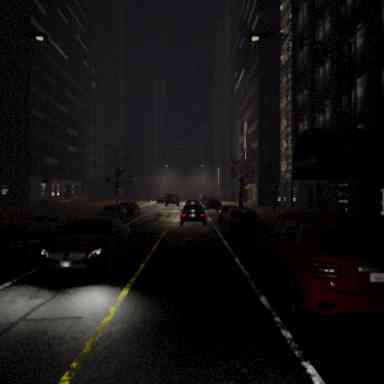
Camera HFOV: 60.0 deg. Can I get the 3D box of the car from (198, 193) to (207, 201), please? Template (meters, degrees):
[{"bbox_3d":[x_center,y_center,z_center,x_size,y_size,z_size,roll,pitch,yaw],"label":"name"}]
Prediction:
[{"bbox_3d":[2.629,1.290,86.159,2.192,1.841,5.009,1,0,0],"label":"car"}]

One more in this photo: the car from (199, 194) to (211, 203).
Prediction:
[{"bbox_3d":[2.642,1.300,69.235,2.192,1.841,5.009,1,0,0],"label":"car"}]

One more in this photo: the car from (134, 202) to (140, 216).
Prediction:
[{"bbox_3d":[-5.707,1.543,29.700,1.887,1.381,4.507,1,0,0],"label":"car"}]

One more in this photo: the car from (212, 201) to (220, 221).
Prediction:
[{"bbox_3d":[2.677,1.581,24.103,1.802,1.307,4.206,0,0,0],"label":"car"}]

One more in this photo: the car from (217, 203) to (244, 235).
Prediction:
[{"bbox_3d":[2.682,1.545,18.461,1.887,1.381,4.507,0,0,0],"label":"car"}]

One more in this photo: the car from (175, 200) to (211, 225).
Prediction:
[{"bbox_3d":[0.078,1.547,23.955,2.033,1.411,5.357,0,0,0],"label":"car"}]

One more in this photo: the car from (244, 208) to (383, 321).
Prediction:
[{"bbox_3d":[2.693,1.316,7.179,2.192,1.841,5.009,0,0,0],"label":"car"}]

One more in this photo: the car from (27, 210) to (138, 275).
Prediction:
[{"bbox_3d":[-3.109,1.526,10.568,1.812,1.442,4.674,0,0,0],"label":"car"}]

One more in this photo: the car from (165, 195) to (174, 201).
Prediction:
[{"bbox_3d":[-5.755,1.526,86.129,2.008,1.369,4.403,1,0,0],"label":"car"}]

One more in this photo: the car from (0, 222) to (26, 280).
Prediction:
[{"bbox_3d":[-5.689,1.567,7.130,1.947,1.339,4.313,0,0,0],"label":"car"}]

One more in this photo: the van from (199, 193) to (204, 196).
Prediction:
[{"bbox_3d":[2.651,1.331,57.951,1.690,1.788,3.998,1,0,0],"label":"van"}]

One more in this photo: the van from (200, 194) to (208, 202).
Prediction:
[{"bbox_3d":[2.638,1.323,74.876,1.690,1.788,3.998,1,0,0],"label":"van"}]

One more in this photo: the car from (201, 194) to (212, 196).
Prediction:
[{"bbox_3d":[2.660,1.434,46.669,1.967,1.590,4.097,0,0,0],"label":"car"}]

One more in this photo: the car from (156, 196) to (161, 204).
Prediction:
[{"bbox_3d":[-5.734,1.428,63.558,1.967,1.590,4.097,1,0,0],"label":"car"}]

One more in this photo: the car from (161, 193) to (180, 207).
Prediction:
[{"bbox_3d":[-3.112,1.217,51.730,2.150,2.045,5.566,0,0,0],"label":"car"}]

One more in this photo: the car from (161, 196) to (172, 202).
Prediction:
[{"bbox_3d":[-5.745,1.533,74.844,2.008,1.369,4.403,1,0,0],"label":"car"}]

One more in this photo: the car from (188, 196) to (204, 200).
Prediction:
[{"bbox_3d":[0.065,1.543,40.797,2.033,1.411,5.357,0,0,0],"label":"car"}]

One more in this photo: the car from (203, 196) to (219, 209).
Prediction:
[{"bbox_3d":[2.663,1.540,41.028,1.887,1.381,4.507,0,0,0],"label":"car"}]

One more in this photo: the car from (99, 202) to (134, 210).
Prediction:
[{"bbox_3d":[-5.703,1.582,24.058,1.802,1.307,4.206,1,0,0],"label":"car"}]

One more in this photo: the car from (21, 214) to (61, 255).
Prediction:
[{"bbox_3d":[-5.694,1.552,12.772,2.008,1.369,4.403,0,0,0],"label":"car"}]
